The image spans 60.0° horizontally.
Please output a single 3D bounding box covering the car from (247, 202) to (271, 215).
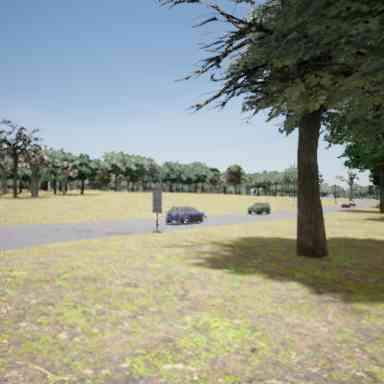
[{"bbox_3d":[11.212,2.697,55.335,2.150,2.045,5.566,1,-1,35],"label":"car"}]

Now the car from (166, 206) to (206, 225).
[{"bbox_3d":[-0.461,2.171,32.524,2.097,1.767,4.553,1,-1,35],"label":"car"}]
